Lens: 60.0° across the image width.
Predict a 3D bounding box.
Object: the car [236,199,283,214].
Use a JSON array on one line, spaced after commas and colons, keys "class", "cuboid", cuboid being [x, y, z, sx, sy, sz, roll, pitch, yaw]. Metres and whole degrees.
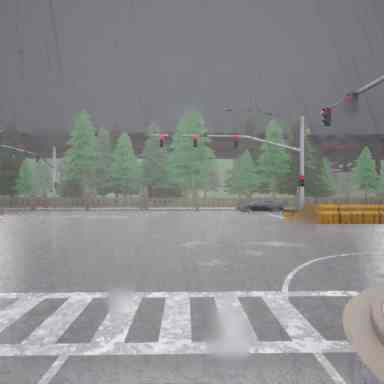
[{"class": "car", "cuboid": [7.168, 1.492, 35.310, 4.902, 1.511, 2.128, 0, 0, -2]}]
